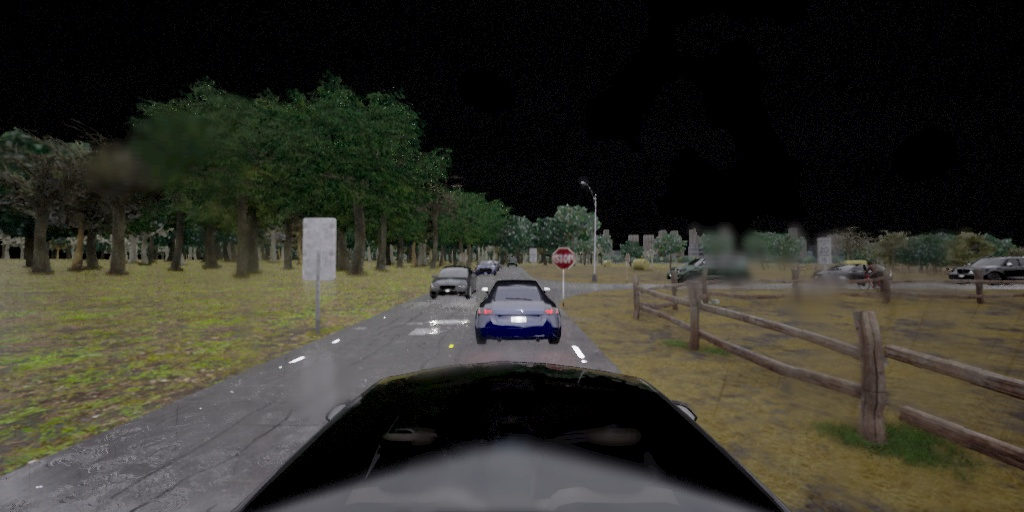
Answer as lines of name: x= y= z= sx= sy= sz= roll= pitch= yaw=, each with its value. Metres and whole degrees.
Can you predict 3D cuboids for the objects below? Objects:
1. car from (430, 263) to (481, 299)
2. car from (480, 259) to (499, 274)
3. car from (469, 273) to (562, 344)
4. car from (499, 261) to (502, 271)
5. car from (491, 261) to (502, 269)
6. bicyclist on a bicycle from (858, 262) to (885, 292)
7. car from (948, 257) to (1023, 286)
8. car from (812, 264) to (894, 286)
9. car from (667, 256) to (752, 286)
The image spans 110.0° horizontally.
car: x=-2.828 y=1.267 z=18.140 sx=1.837 sy=1.490 sz=4.892 roll=0 pitch=0 yaw=0
car: x=-2.764 y=1.178 z=39.316 sx=2.097 sy=1.767 sz=4.553 roll=0 pitch=0 yaw=-1
car: x=0.116 y=1.319 z=9.622 sx=1.994 sy=1.385 sz=4.181 roll=0 pitch=0 yaw=-1
car: x=-2.769 y=1.374 z=50.824 sx=1.882 sy=1.535 sz=5.008 roll=0 pitch=0 yaw=0
car: x=-2.741 y=1.557 z=64.214 sx=1.994 sy=1.385 sz=4.181 roll=0 pitch=0 yaw=0
bicyclist on a bicycle: x=19.936 y=1.161 z=19.817 sx=0.582 sy=1.620 sz=1.656 roll=0 pitch=0 yaw=0
car: x=35.180 y=1.086 z=25.833 sx=5.566 sy=2.045 sz=2.150 roll=0 pitch=-2 yaw=1
car: x=24.472 y=1.356 z=25.805 sx=4.892 sy=1.490 sz=1.837 roll=0 pitch=-2 yaw=-1
car: x=14.133 y=1.057 z=25.774 sx=5.566 sy=2.045 sz=2.150 roll=0 pitch=-2 yaw=-1
